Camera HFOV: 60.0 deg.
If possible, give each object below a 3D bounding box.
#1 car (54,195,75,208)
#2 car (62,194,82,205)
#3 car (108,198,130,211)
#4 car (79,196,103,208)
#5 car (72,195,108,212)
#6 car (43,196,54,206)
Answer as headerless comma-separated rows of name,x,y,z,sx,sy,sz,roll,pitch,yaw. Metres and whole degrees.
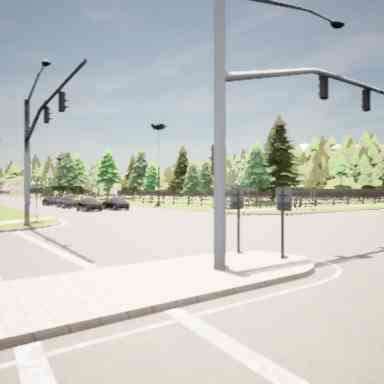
car,-17.367,1.476,46.366,1.837,1.490,4.892,0,0,-35
car,-20.659,1.316,57.189,2.097,1.767,4.553,0,0,-35
car,-9.335,1.451,41.079,1.882,1.535,5.008,0,0,-35
car,-14.861,1.447,48.897,1.882,1.535,5.008,0,0,-35
car,-11.938,1.453,38.696,1.882,1.535,5.008,0,0,-35
car,-23.249,1.471,54.749,1.837,1.490,4.892,0,0,-35
